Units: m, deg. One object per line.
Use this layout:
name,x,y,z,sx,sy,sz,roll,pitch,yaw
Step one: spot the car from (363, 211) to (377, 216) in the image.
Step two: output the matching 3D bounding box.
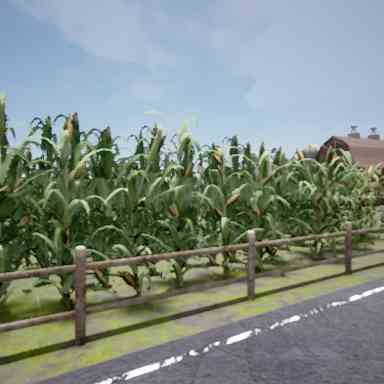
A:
car,16.787,1.977,34.986,1.895,1.301,4.718,1,-1,-29
